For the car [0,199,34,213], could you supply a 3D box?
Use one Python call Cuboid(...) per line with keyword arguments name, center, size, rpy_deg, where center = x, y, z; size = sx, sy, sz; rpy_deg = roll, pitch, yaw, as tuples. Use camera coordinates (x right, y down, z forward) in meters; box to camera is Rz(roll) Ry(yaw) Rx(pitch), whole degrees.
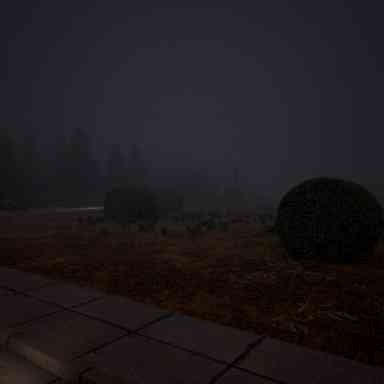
Cuboid(name="car", center=(-20.257, 1.531, 37.473), size=(1.812, 1.442, 4.674), rpy_deg=(0, 0, 37))
